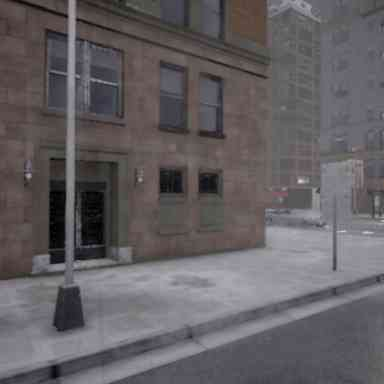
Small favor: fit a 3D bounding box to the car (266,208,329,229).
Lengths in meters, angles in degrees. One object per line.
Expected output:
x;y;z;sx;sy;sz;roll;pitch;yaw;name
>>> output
7.402;1.845;24.132;1.895;1.301;4.718;1;-1;-35;car
